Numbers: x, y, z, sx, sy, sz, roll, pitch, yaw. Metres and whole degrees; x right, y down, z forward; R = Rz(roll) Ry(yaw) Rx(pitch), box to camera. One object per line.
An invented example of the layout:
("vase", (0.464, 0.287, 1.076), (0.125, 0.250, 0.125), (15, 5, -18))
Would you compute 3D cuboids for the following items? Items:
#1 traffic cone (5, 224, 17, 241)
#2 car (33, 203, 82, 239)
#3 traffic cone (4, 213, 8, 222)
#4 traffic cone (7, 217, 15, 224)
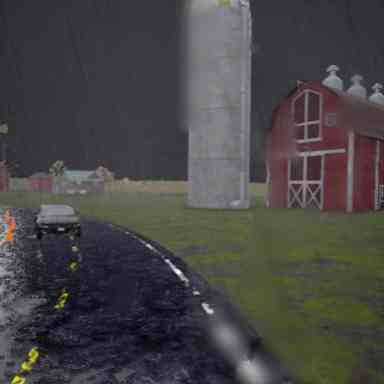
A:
("traffic cone", (-7.869, 1.800, 14.327), (0.340, 0.580, 0.340), (0, 1, -22))
("car", (-6.733, 1.302, 16.498), (1.882, 1.535, 5.008), (0, 1, -27))
("traffic cone", (-12.537, 1.699, 22.555), (0.340, 0.580, 0.340), (-1, 1, -36))
("traffic cone", (-9.974, 1.751, 18.554), (0.340, 0.580, 0.340), (0, 1, -30))
